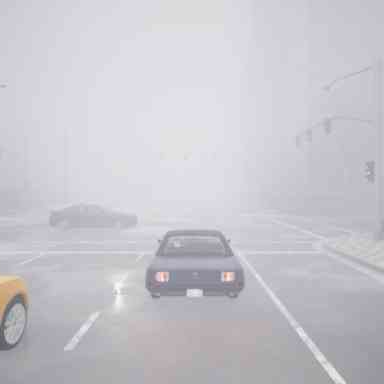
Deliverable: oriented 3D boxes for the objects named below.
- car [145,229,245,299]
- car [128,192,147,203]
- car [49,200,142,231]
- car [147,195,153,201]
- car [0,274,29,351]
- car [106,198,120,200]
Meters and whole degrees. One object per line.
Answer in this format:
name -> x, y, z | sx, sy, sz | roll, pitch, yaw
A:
car -> 0.051, 1.584, 8.379 | 1.895, 1.301, 4.718 | 0, 0, 0
car -> -10.577, 1.094, 62.679 | 2.150, 2.045, 5.566 | 0, 0, 1
car -> -5.715, 1.447, 19.544 | 5.008, 1.535, 1.882 | 0, 0, 0
car -> -10.341, 1.290, 77.673 | 2.033, 1.411, 5.357 | 0, 0, 1
car -> -3.457, 1.471, 3.165 | 1.882, 1.535, 5.008 | 0, 0, 0
car -> -10.856, 1.455, 45.275 | 2.033, 1.411, 5.357 | 0, 0, 1
